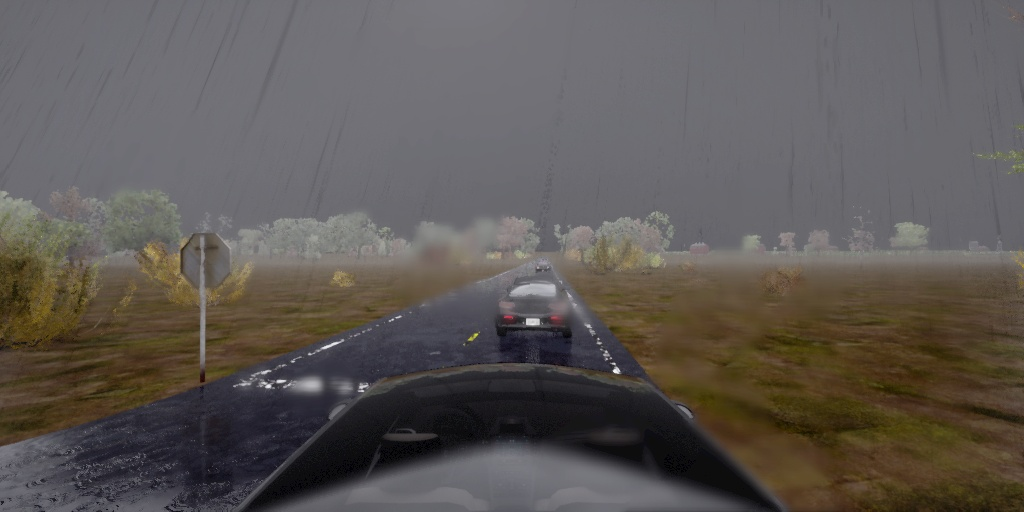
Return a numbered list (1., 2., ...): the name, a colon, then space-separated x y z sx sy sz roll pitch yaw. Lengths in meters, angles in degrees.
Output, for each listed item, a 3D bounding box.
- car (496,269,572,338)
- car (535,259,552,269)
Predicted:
1. car: 0.673 1.276 10.142 1.812 1.442 4.674 0 0 5
2. car: 3.758 1.348 42.429 1.895 1.301 4.718 0 0 6
